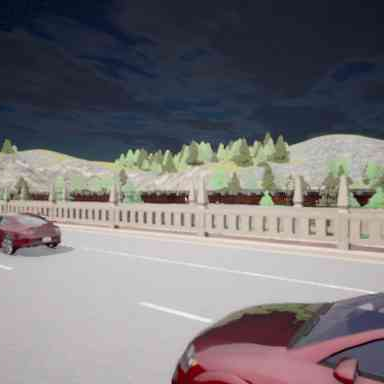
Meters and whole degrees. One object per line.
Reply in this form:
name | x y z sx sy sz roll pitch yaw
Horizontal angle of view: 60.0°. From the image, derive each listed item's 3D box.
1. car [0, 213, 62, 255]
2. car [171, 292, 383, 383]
car | -7.121 1.559 13.375 4.674 1.442 1.812 0 0 36
car | 1.852 1.564 2.672 4.181 1.385 1.994 0 0 36
